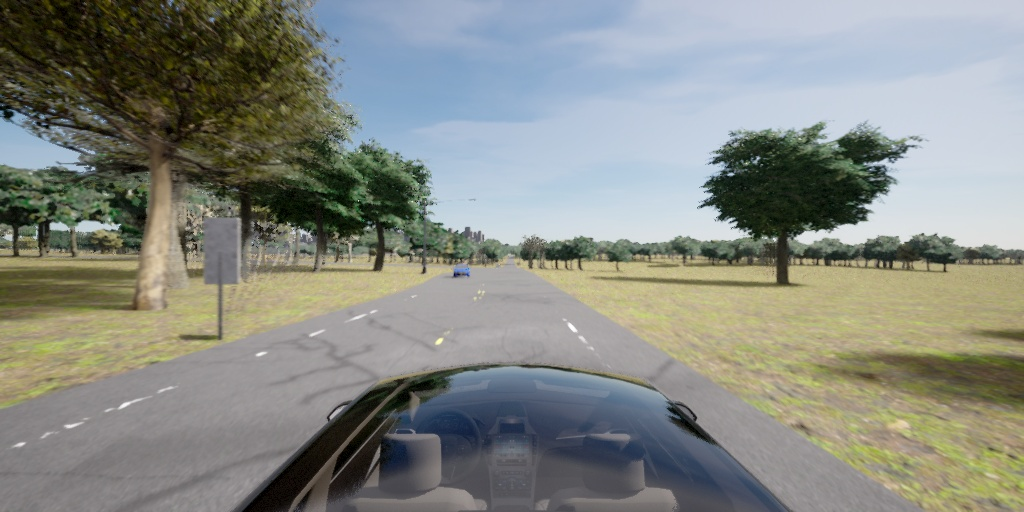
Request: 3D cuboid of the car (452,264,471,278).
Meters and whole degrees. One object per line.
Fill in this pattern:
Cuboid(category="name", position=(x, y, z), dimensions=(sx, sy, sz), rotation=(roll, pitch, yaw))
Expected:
Cuboid(category="car", position=(-5.672, 1.685, 40.660), dimensions=(1.882, 1.535, 5.008), rotation=(0, -1, -7))
